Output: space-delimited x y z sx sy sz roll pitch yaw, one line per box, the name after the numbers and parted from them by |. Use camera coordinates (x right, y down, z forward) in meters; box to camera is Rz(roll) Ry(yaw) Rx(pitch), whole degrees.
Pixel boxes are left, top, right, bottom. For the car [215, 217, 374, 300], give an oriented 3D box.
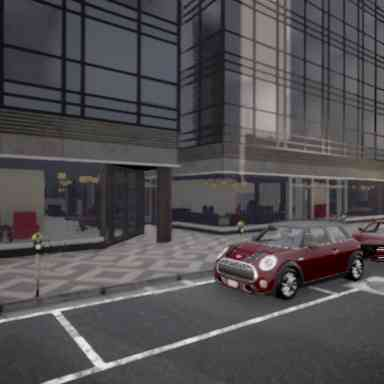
2.523 1.495 8.453 4.097 1.590 1.967 1 -1 -36 | car

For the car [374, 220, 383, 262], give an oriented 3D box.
7.082 1.645 11.706 4.507 1.381 1.887 1 -1 -36 | car
